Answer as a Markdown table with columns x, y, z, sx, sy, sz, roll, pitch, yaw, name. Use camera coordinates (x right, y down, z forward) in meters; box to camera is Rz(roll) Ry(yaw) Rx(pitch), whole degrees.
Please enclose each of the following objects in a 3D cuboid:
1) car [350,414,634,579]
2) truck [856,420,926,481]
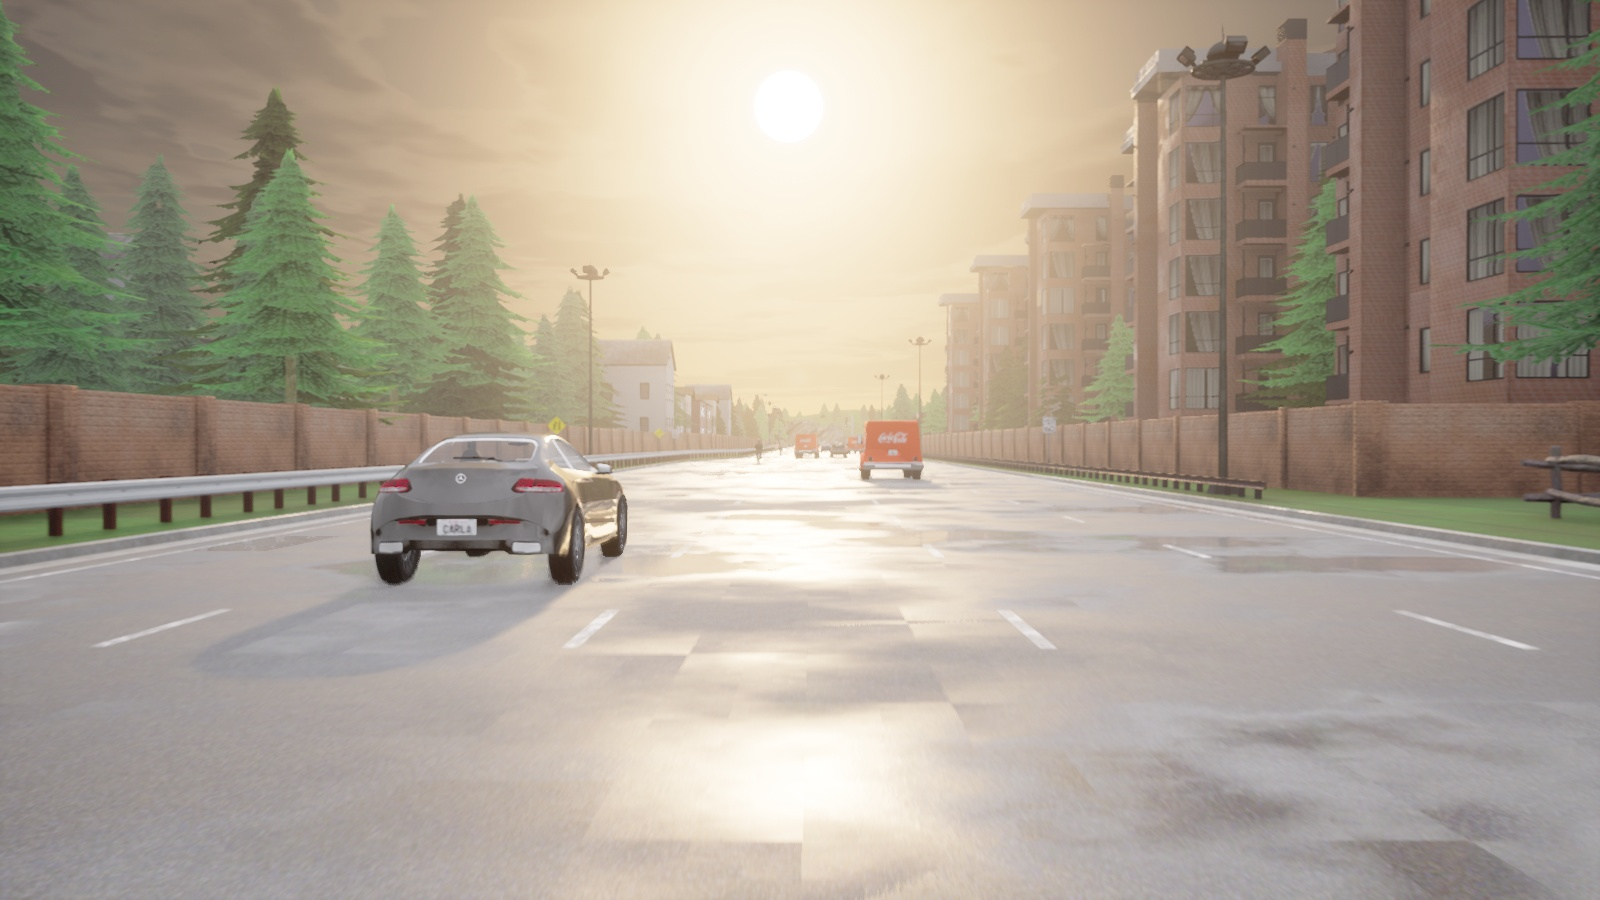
| x | y | z | sx | sy | sz | roll | pitch | yaw | name |
| --- | --- | --- | --- | --- | --- | --- | --- | --- | --- |
| -3.409 | 0.454 | 15.062 | 2.152 | 1.651 | 5.027 | 0 | 0 | 0 | car |
| 3.783 | 0.019 | 53.442 | 2.627 | 2.467 | 5.204 | 0 | 0 | 0 | truck |
